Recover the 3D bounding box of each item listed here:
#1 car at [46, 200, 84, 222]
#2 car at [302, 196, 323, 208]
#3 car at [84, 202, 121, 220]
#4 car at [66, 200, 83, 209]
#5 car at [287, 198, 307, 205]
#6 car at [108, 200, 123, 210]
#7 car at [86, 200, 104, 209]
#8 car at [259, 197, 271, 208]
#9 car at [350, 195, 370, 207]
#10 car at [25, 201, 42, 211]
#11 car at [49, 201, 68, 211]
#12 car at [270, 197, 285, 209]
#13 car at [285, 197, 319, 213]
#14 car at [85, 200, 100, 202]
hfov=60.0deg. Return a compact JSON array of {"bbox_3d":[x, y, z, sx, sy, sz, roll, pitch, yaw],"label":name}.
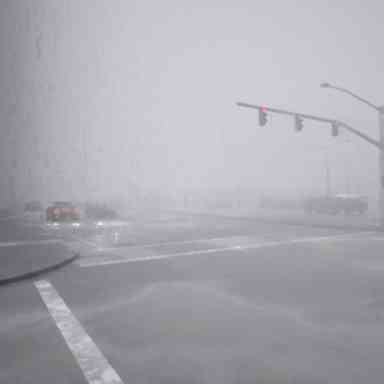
[{"bbox_3d":[-11.400,1.629,29.280,2.097,1.767,4.553,0,-1,-32],"label":"car"},{"bbox_3d":[22.637,1.678,64.507,4.605,1.855,1.932,0,-1,-31],"label":"car"},{"bbox_3d":[-8.639,1.886,31.465,1.895,1.301,4.718,0,-1,-32],"label":"car"},{"bbox_3d":[-20.142,2.081,56.897,1.837,1.490,4.892,0,-1,-32],"label":"car"},{"bbox_3d":[21.186,1.919,67.012,3.905,1.438,1.784,0,-1,-31],"label":"car"},{"bbox_3d":[-11.928,2.005,50.367,1.812,1.442,4.674,0,-1,-31],"label":"car"},{"bbox_3d":[-17.166,2.106,58.738,1.812,1.442,4.674,0,-1,-32],"label":"car"},{"bbox_3d":[12.662,1.600,51.931,4.605,1.855,1.932,0,-1,-31],"label":"car"},{"bbox_3d":[37.589,1.705,73.639,3.866,1.878,1.905,0,-1,-31],"label":"car"},{"bbox_3d":[-23.253,2.057,48.612,2.033,1.411,5.357,0,-1,-32],"label":"car"},{"bbox_3d":[-20.307,2.116,50.505,1.895,1.301,4.718,0,-1,-32],"label":"car"},{"bbox_3d":[14.101,1.783,49.664,3.905,1.438,1.784,0,-1,-31],"label":"car"},{"bbox_3d":[15.607,1.785,47.191,3.806,1.475,1.970,0,-1,-31],"label":"car"},{"bbox_3d":[-14.821,1.950,48.388,1.882,1.535,5.008,0,-1,-31],"label":"car"}]
